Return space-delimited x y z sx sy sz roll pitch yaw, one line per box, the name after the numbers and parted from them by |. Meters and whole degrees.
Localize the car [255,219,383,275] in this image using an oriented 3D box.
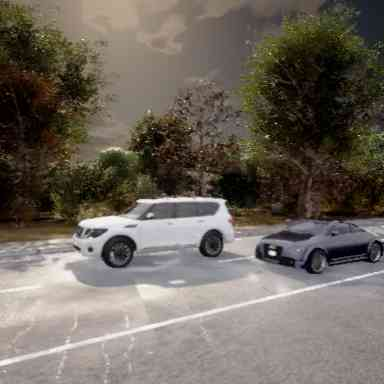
4.042 1.557 10.502 4.181 1.385 1.994 0 0 -29 | car

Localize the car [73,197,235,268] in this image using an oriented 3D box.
-1.115 1.207 11.461 5.566 2.045 2.150 1 0 -30 | car
